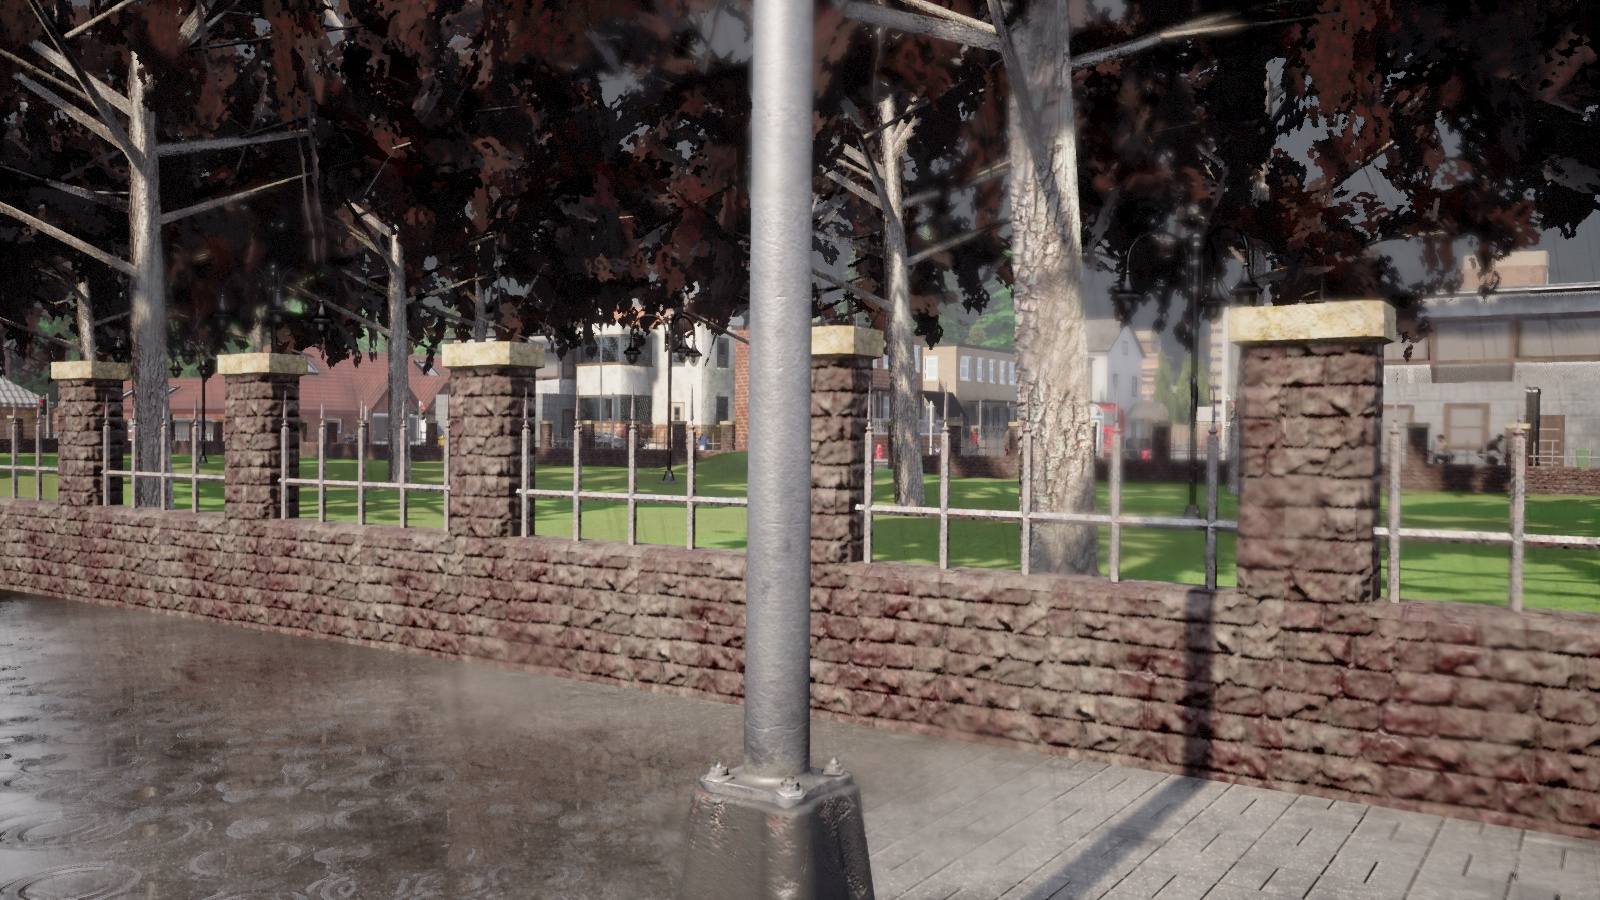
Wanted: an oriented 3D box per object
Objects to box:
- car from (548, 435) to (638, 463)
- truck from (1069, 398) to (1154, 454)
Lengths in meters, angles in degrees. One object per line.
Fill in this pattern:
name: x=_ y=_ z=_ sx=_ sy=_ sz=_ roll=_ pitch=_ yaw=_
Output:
car: x=-10.887 y=-0.043 z=65.888 sx=4.674 sy=1.442 sz=1.812 roll=0 pitch=1 yaw=34
truck: x=20.561 y=-1.563 z=82.484 sx=2.891 sy=3.462 sz=7.936 roll=0 pitch=1 yaw=34
